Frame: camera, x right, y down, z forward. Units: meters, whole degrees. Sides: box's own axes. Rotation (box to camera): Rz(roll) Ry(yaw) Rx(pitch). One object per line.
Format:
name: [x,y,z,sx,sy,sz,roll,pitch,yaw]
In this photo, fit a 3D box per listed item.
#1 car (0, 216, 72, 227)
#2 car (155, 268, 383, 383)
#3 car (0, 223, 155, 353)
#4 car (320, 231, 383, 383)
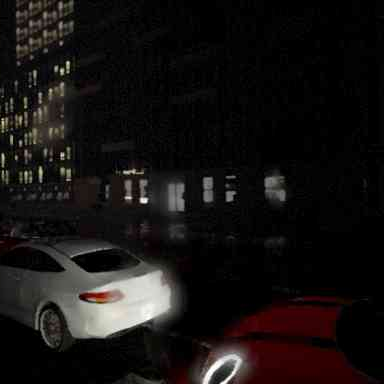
car: [-5.189,1.479,10.307,4.097,1.590,1.967,0,-1,36]
car: [2.241,1.365,2.289,4.553,1.767,2.097,0,0,29]
car: [-2.511,1.550,6.162,4.674,1.442,1.812,0,0,36]
car: [3.858,1.461,3.807,4.097,1.590,1.967,0,-1,36]
